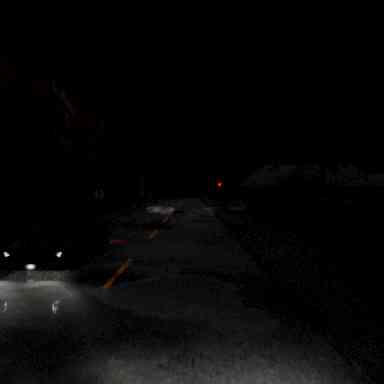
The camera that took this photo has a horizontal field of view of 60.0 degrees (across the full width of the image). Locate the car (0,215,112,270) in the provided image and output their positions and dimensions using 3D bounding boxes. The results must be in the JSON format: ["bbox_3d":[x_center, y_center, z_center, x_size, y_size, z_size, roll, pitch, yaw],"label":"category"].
[{"bbox_3d":[-4.102,1.505,11.108,2.033,1.411,5.357,0,0,0],"label":"car"}]
